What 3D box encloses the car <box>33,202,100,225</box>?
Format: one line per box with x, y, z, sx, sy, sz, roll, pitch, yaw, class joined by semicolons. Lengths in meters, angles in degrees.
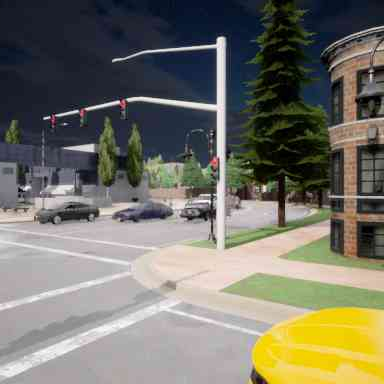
-9.081;1.505;24.431;1.837;1.490;4.892;0;0;35;car

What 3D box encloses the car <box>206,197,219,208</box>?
3.142;1.526;50.287;1.812;1.442;4.674;0;0;6;car

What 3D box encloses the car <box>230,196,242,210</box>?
5.289;1.352;43.744;2.097;1.767;4.553;0;0;14;car

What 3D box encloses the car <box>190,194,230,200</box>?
1.676;1.222;34.474;2.150;2.045;5.566;0;0;28;car

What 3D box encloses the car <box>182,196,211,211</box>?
0.632;1.352;40.685;2.097;1.767;4.553;0;0;20;car

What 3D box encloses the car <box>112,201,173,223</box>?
-3.697;1.547;25.974;2.033;1.411;5.357;0;0;35;car

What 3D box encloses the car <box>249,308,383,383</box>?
2.768;1.478;1.994;5.008;1.535;1.882;0;0;36;car

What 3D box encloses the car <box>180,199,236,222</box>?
1.225;1.547;26.570;2.033;1.411;5.357;0;0;34;car

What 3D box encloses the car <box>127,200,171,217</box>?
-4.072;1.564;31.806;1.994;1.385;4.181;0;0;31;car
